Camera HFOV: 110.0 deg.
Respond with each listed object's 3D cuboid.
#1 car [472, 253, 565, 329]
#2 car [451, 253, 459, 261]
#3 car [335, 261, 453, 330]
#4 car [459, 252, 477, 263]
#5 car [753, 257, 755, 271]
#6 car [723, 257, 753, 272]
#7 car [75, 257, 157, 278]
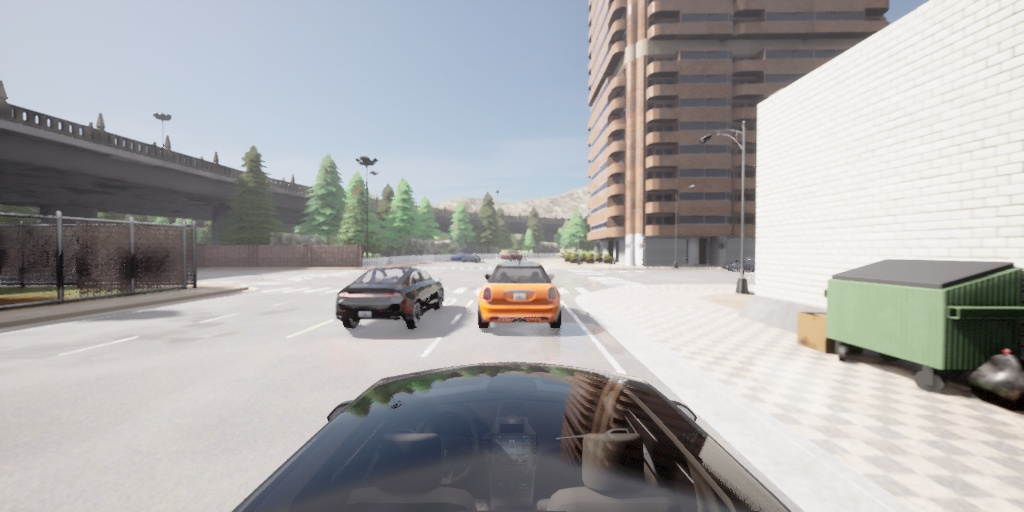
[{"bbox_3d":[0.221,0.932,10.675,2.097,1.767,4.553,0,1,1],"label":"car"},{"bbox_3d":[-8.245,0.149,58.050,1.882,1.535,5.008,0,1,15],"label":"car"},{"bbox_3d":[-3.282,1.070,10.526,2.128,1.511,4.902,0,1,1],"label":"car"},{"bbox_3d":[-5.867,0.354,51.841,1.994,1.385,4.181,0,1,6],"label":"car"},{"bbox_3d":[23.606,0.499,29.502,5.566,2.045,2.150,0,1,1],"label":"car"},{"bbox_3d":[21.838,0.773,33.041,4.181,1.385,1.994,0,1,1],"label":"car"},{"bbox_3d":[-29.403,0.827,26.707,4.892,1.490,1.837,0,1,1],"label":"car"}]
